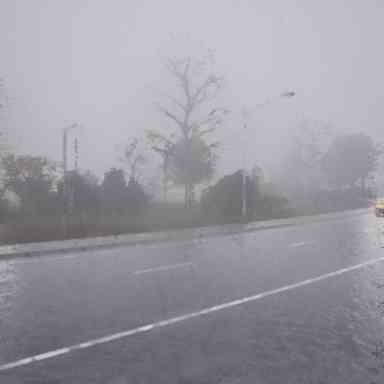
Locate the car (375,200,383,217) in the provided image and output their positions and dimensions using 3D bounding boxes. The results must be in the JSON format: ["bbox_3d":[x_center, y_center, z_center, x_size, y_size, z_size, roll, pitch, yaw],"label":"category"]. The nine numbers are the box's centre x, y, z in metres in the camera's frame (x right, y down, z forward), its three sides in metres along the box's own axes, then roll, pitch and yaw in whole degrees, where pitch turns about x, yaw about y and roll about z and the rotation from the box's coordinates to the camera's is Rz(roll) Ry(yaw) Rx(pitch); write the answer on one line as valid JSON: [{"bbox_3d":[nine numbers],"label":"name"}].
[{"bbox_3d":[18.127,1.408,30.255,1.882,1.535,5.008,0,0,41],"label":"car"}]
